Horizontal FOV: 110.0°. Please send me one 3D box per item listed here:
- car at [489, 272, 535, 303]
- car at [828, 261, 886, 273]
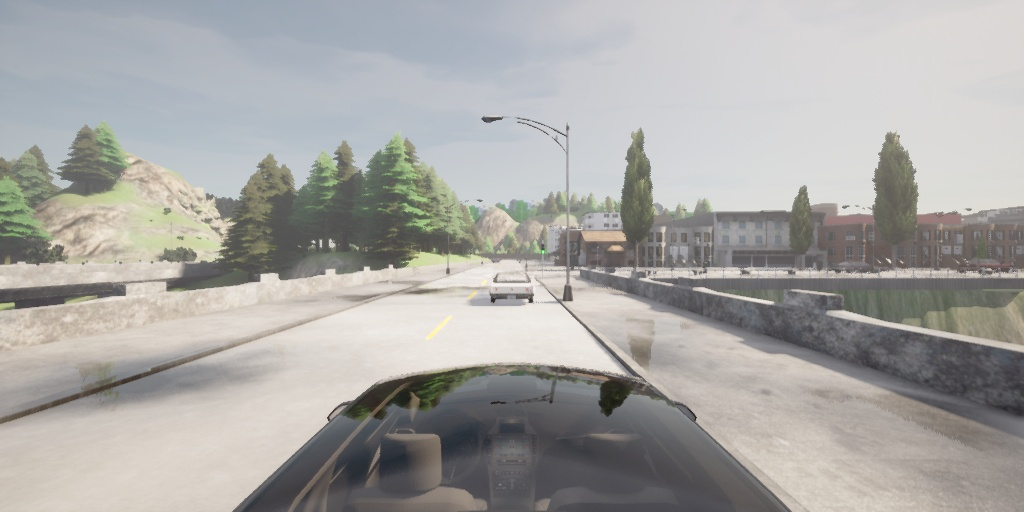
[{"bbox_3d":[0.000,1.363,16.530,1.895,1.301,4.718,0,0,0],"label":"car"},{"bbox_3d":[39.312,1.311,41.012,5.357,1.411,2.033,0,0,0],"label":"car"}]
